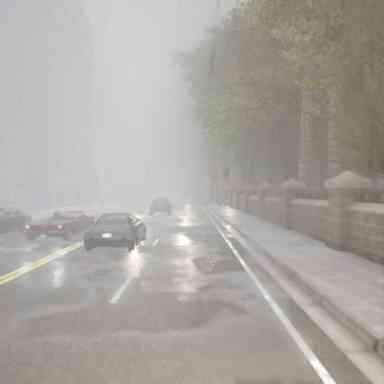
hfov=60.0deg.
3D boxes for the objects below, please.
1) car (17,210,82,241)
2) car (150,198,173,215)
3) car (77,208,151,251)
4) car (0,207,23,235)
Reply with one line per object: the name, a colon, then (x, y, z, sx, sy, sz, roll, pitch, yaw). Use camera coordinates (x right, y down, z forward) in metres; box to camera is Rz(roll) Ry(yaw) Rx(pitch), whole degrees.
car: (-6.542, 1.622, 16.839, 1.895, 1.301, 4.718, 0, 0, 1)
car: (-3.142, 1.395, 34.908, 2.097, 1.767, 4.553, 0, 0, 0)
car: (-3.146, 1.581, 14.310, 1.994, 1.385, 4.181, 0, 0, 0)
car: (-9.793, 1.513, 16.483, 2.128, 1.511, 4.902, 0, 0, 1)
